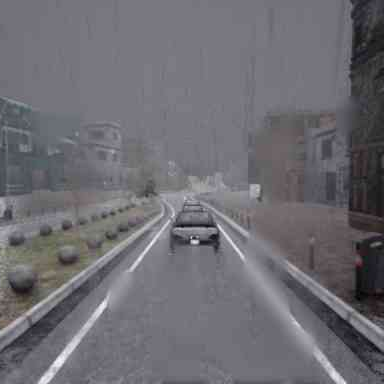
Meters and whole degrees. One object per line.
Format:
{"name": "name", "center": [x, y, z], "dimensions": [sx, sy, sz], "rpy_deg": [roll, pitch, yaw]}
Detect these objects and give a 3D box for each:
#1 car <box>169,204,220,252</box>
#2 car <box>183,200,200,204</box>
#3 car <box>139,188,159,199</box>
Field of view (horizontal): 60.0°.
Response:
{"name": "car", "center": [0.097, 1.485, 13.772], "dimensions": [2.128, 1.511, 4.902], "rpy_deg": [0, 0, 0]}
{"name": "car", "center": [-0.030, 1.474, 30.530], "dimensions": [2.128, 1.511, 4.902], "rpy_deg": [0, 0, -2]}
{"name": "car", "center": [-6.669, 0.208, 52.193], "dimensions": [2.128, 1.511, 4.902], "rpy_deg": [1, 3, 14]}
